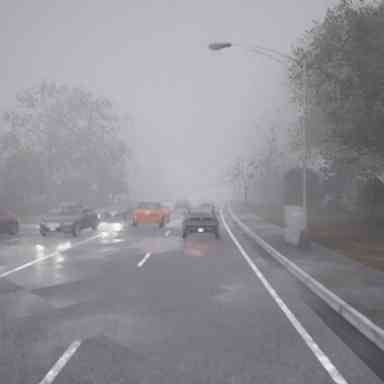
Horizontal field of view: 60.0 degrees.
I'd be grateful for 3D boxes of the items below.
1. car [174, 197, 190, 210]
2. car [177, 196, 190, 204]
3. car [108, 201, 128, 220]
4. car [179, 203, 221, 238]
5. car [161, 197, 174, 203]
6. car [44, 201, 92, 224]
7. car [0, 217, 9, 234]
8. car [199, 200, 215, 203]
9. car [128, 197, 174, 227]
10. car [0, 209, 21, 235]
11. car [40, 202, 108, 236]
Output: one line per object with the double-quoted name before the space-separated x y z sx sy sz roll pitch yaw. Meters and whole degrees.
"car" -1.233 1.711 45.041 1.895 1.301 4.718 0 0 5
"car" -1.825 1.714 72.474 2.033 1.411 5.357 0 0 7
"car" -6.112 1.558 28.812 2.128 1.511 4.902 0 0 3
"car" 0.500 1.550 18.129 1.837 1.490 4.892 0 0 2
"car" -5.297 1.725 72.917 1.994 1.385 4.181 0 0 7
"car" -9.744 1.563 26.557 1.837 1.490 4.892 0 0 3
"car" -6.967 1.580 8.566 1.994 1.385 4.181 0 0 1
"car" 1.771 1.624 39.361 1.812 1.442 4.674 0 0 4
"car" -2.763 1.408 23.472 2.097 1.767 4.553 0 0 3
"car" -10.233 1.558 16.259 1.812 1.442 4.674 0 0 2
"car" -6.639 1.532 18.554 2.128 1.511 4.902 0 0 3
